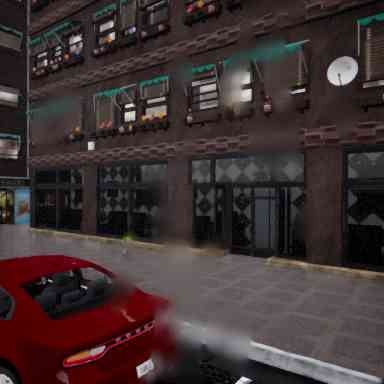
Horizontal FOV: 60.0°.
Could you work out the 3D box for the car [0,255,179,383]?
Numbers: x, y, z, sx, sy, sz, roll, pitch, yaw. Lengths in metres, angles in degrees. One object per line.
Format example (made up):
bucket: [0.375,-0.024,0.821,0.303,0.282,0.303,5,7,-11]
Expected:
car: [-2.262,1.544,4.478,4.507,1.381,1.887,0,0,35]
